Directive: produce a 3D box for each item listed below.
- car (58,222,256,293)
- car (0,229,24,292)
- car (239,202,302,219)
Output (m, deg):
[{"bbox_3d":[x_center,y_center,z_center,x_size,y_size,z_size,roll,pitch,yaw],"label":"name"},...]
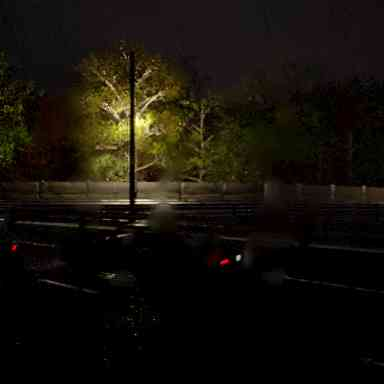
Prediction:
[{"bbox_3d":[-1.105,1.501,8.705,5.357,1.411,2.033,0,0,32],"label":"car"},{"bbox_3d":[-5.917,1.305,7.413,4.553,1.767,2.097,0,0,30],"label":"car"},{"bbox_3d":[6.241,1.474,26.695,4.718,1.301,1.895,0,0,-16],"label":"car"}]
